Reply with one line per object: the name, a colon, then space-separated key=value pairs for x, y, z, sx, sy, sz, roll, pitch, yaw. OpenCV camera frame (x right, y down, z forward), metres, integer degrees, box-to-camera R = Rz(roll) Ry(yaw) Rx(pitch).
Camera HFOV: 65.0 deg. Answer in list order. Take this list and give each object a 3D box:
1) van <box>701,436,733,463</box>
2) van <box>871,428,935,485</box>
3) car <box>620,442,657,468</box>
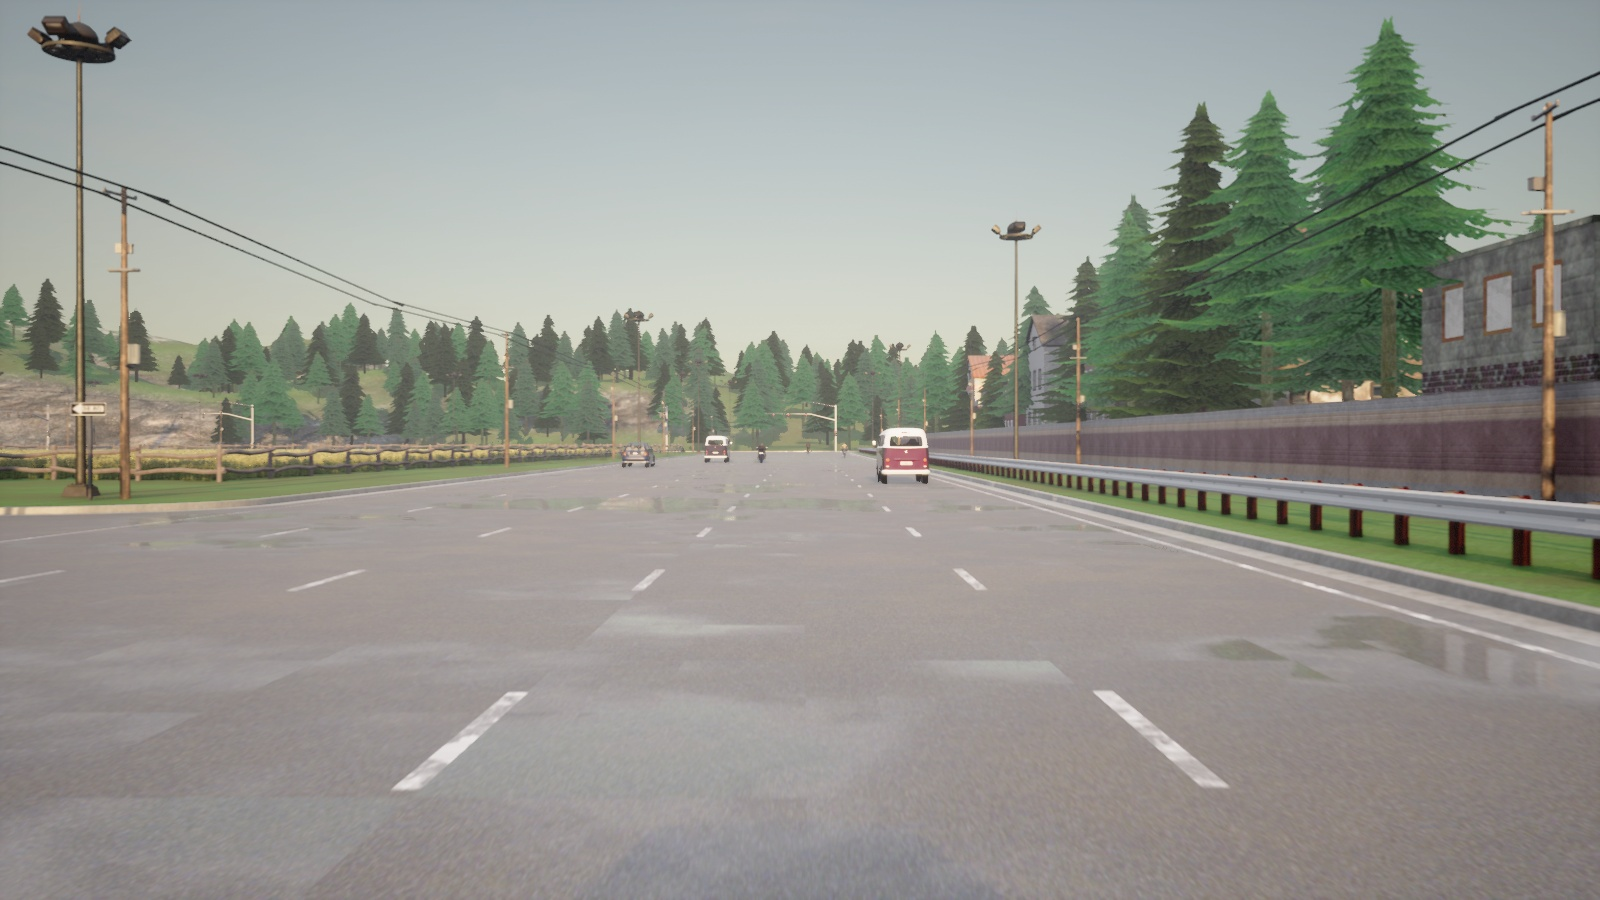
van: x=-6.365 y=-0.076 z=96.734 sx=2.069 sy=2.038 sz=4.480 roll=0 pitch=0 yaw=0
van: x=3.817 y=0.209 z=47.119 sx=2.069 sy=2.038 sz=4.480 roll=0 pitch=0 yaw=0
car: x=-9.987 y=0.283 z=77.772 sx=1.789 sy=1.549 sz=3.705 roll=0 pitch=0 yaw=0
